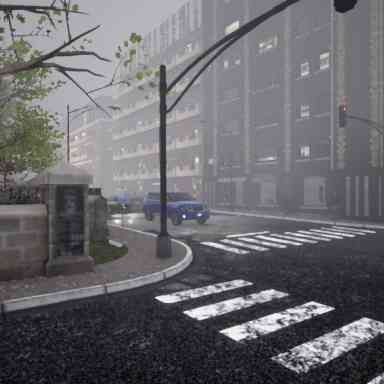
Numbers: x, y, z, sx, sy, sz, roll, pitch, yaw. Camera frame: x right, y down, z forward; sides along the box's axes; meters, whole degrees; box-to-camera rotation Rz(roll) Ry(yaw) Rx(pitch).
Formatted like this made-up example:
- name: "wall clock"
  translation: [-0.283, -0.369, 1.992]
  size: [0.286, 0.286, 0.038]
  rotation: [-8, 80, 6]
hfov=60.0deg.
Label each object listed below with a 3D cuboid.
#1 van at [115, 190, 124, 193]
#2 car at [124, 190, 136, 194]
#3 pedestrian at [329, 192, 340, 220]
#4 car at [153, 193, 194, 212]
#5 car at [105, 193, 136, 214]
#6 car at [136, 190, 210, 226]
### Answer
- name: "van"
  translation: [-8.401, 0.654, 41.249]
  size: [1.690, 1.788, 3.998]
  rotation: [1, 1, -36]
- name: "car"
  translation: [-5.136, 0.726, 36.794]
  size: [2.192, 1.841, 5.009]
  rotation: [1, 1, -36]
- name: "pedestrian"
  translation: [9.402, 0.902, 21.910]
  size: [0.375, 1.860, 0.375]
  rotation: [1, -1, -36]
- name: "car"
  translation: [-1.873, 0.949, 32.341]
  size: [1.967, 1.590, 4.097]
  rotation: [1, 1, -36]
- name: "car"
  translation: [-6.855, 1.098, 29.322]
  size: [1.994, 1.385, 4.181]
  rotation: [0, 1, -36]
- name: "car"
  translation: [-1.194, 0.926, 21.594]
  size: [2.150, 2.045, 5.566]
  rotation: [0, 1, -36]
